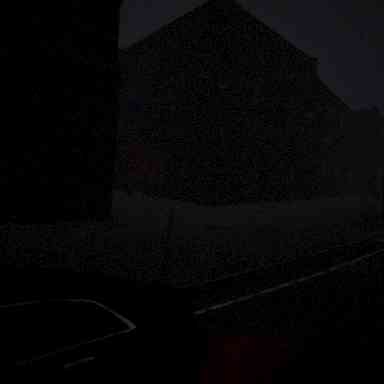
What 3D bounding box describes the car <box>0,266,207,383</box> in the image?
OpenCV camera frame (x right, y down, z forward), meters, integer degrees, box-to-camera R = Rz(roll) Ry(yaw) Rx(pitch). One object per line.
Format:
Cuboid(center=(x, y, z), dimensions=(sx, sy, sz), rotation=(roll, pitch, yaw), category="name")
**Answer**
Cuboid(center=(-2.115, 1.517, 2.659), dimensions=(4.892, 1.490, 1.837), rotation=(0, 0, -36), category="car")
